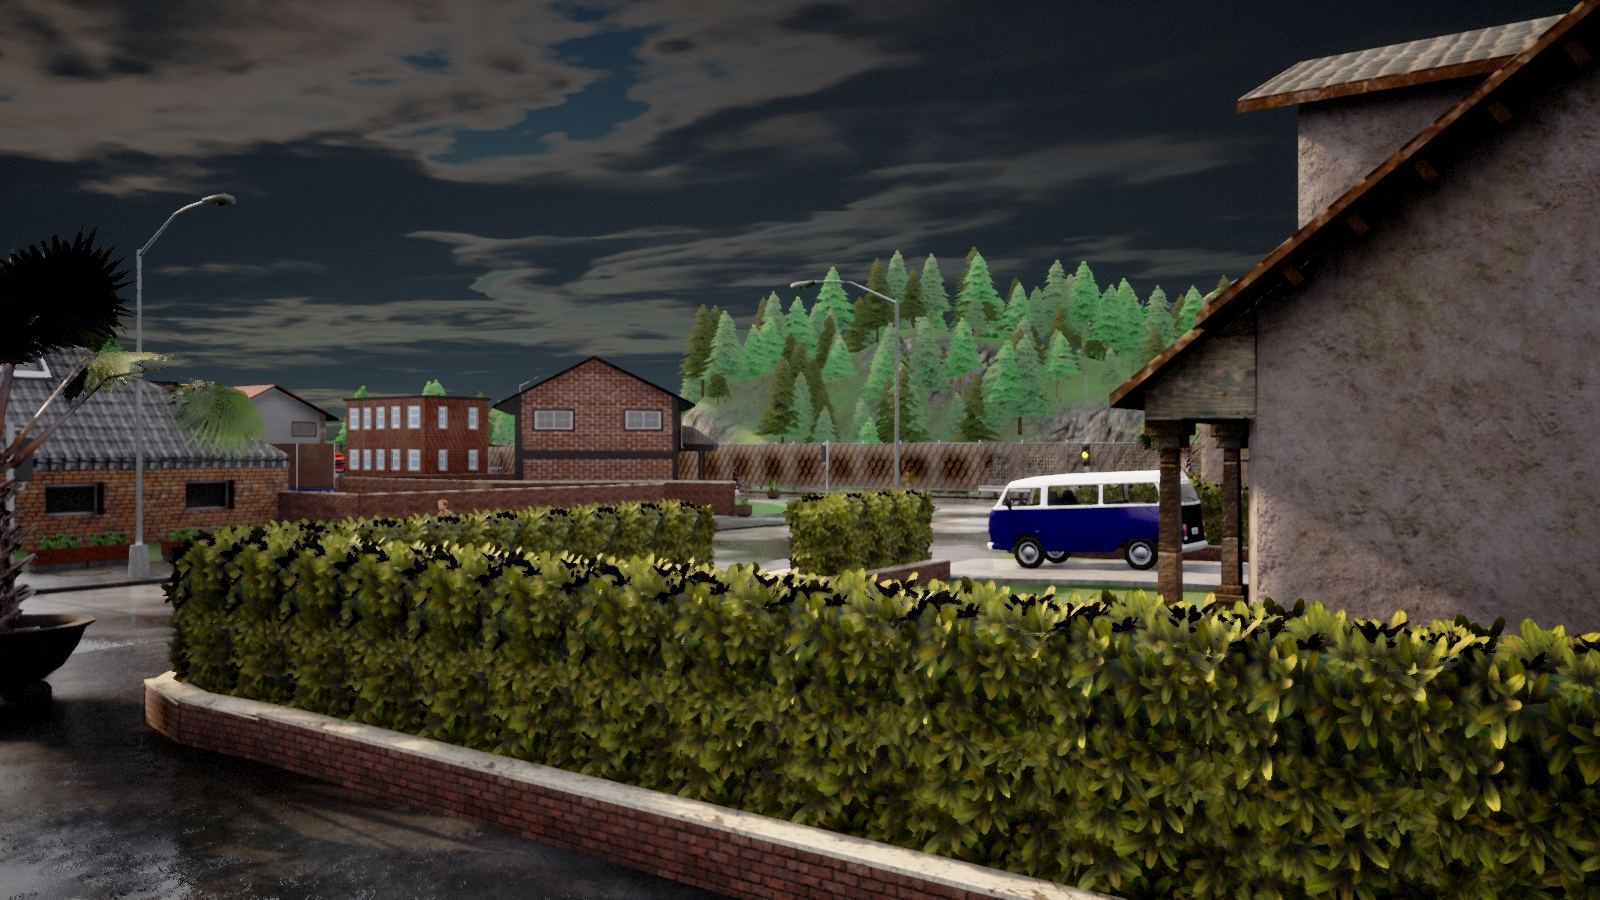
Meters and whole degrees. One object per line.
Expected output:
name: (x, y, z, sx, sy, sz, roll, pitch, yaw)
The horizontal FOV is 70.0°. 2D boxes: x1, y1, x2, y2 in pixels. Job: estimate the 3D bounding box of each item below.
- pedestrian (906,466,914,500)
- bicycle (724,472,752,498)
pedestrian: (6.083, 1.836, 63.337, 0.375, 1.860, 0.375, 0, 0, 15)
bicycle: (-3.643, 2.044, 67.431, 1.835, 1.471, 0.329, 0, 0, 35)
